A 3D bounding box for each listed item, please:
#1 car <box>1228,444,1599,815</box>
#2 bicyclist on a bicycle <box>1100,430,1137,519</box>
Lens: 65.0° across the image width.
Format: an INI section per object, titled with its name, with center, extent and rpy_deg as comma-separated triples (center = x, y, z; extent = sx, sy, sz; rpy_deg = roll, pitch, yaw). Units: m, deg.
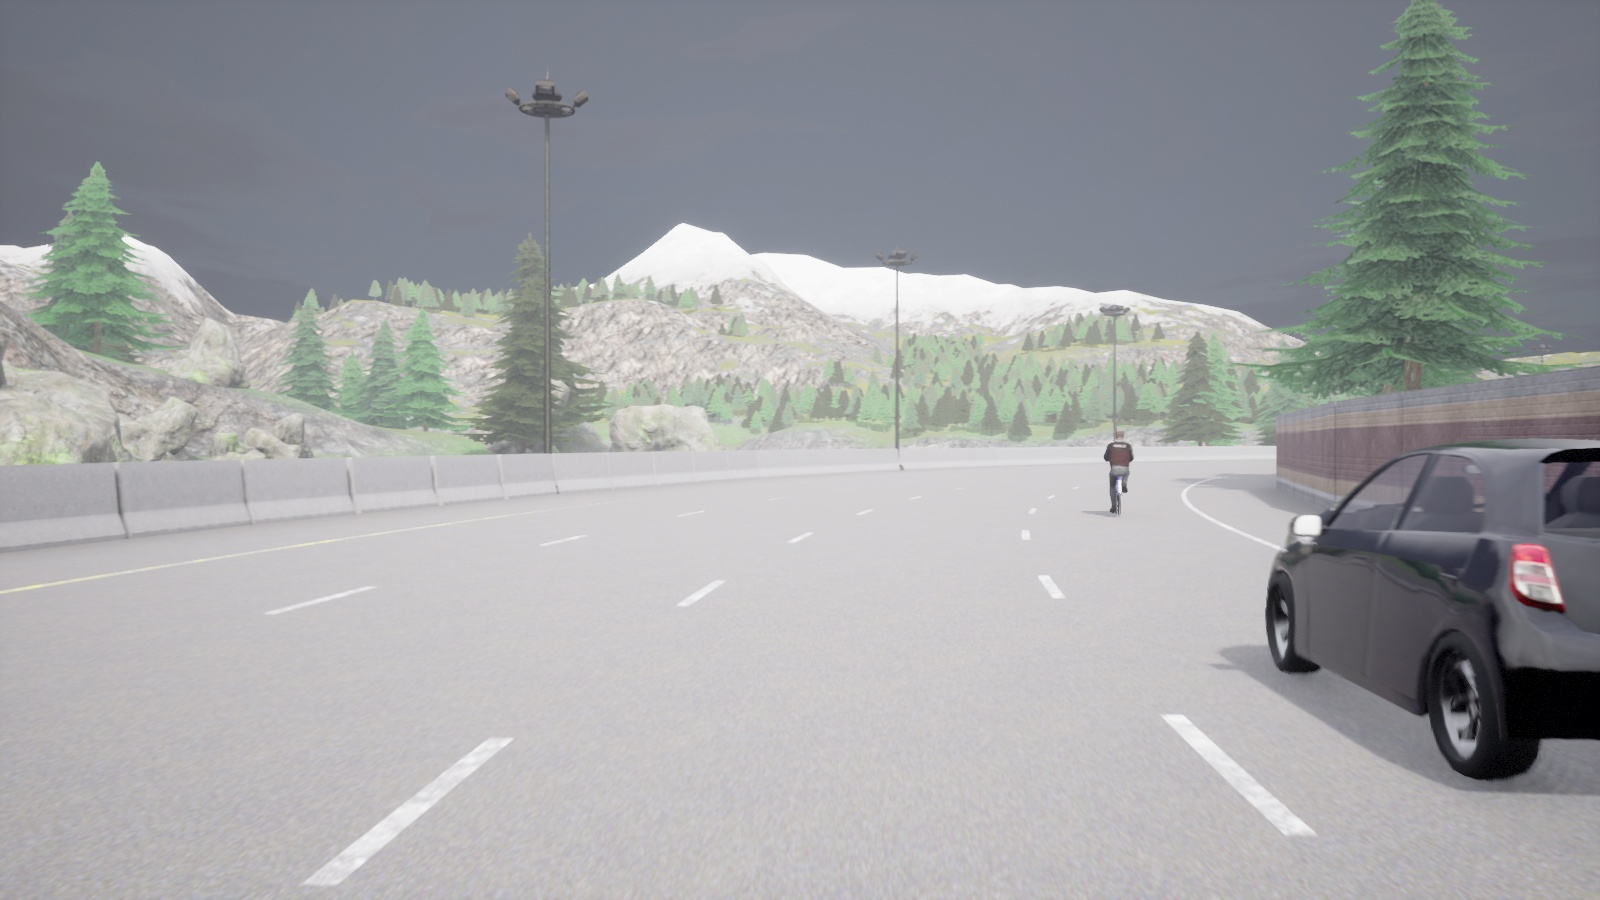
[car]
center = 3.797, 0.726, 6.910
extent = 1.845, 1.501, 3.633
rpy_deg = 0, 0, 4
[bicyclist on a bicycle]
center = 6.593, 0.477, 26.034
extent = 0.659, 1.776, 1.843
rpy_deg = 1, 1, 12
